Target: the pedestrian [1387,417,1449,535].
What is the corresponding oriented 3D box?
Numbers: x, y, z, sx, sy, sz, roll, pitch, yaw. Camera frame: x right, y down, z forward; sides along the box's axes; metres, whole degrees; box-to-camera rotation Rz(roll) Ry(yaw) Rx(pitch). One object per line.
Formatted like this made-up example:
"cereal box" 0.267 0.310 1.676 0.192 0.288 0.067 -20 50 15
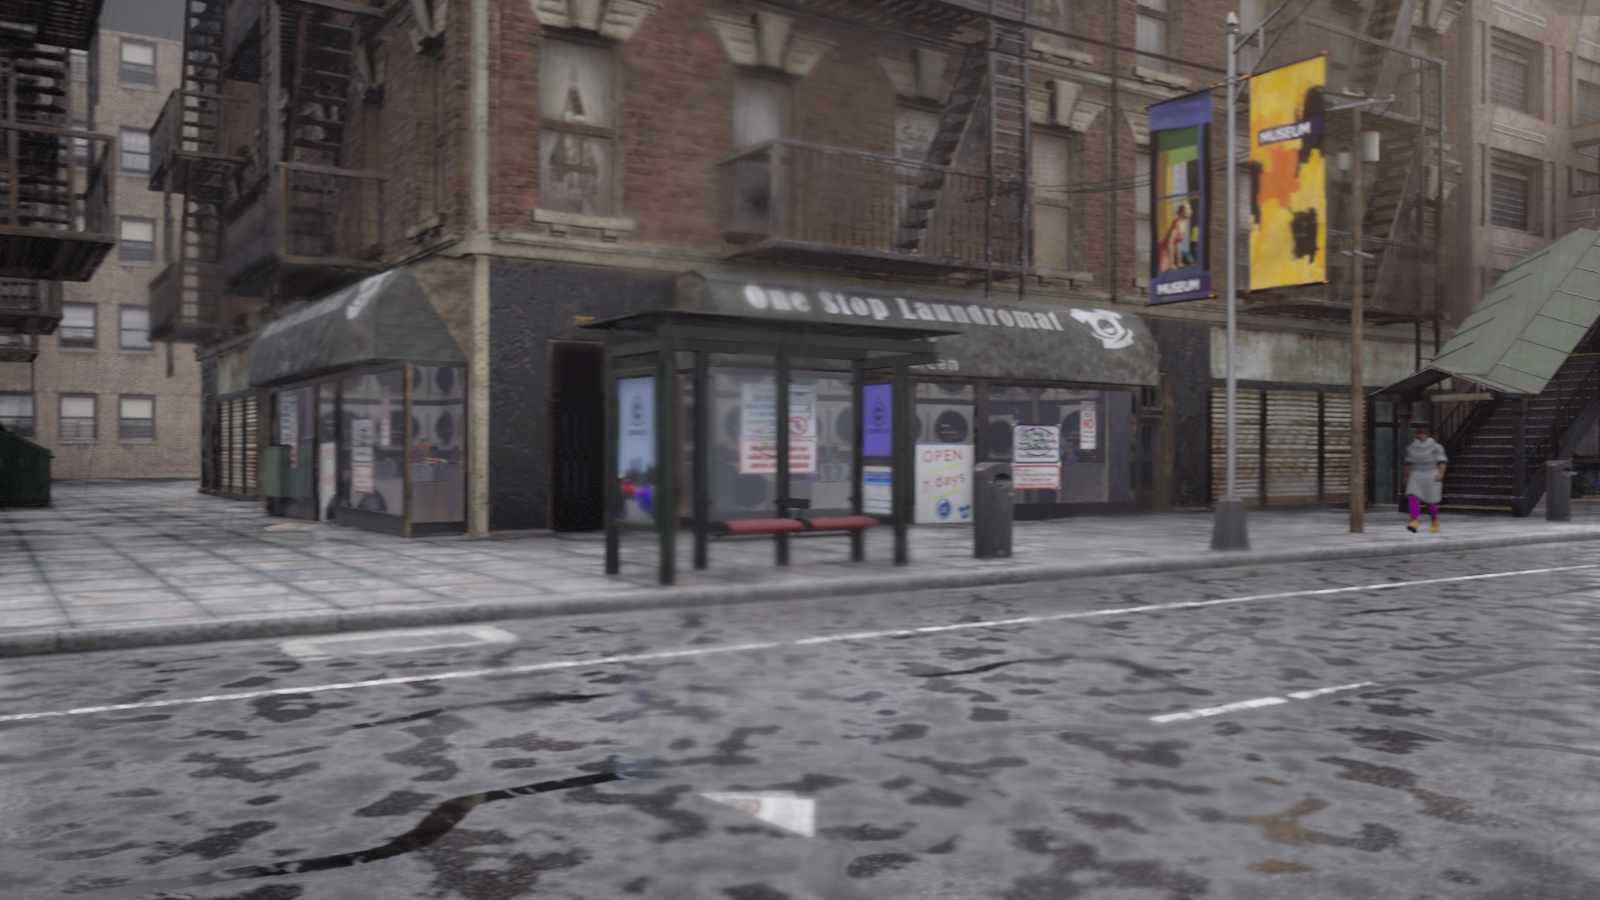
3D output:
"pedestrian" 10.481 0.426 21.293 0.873 1.952 0.659 0 0 -42
